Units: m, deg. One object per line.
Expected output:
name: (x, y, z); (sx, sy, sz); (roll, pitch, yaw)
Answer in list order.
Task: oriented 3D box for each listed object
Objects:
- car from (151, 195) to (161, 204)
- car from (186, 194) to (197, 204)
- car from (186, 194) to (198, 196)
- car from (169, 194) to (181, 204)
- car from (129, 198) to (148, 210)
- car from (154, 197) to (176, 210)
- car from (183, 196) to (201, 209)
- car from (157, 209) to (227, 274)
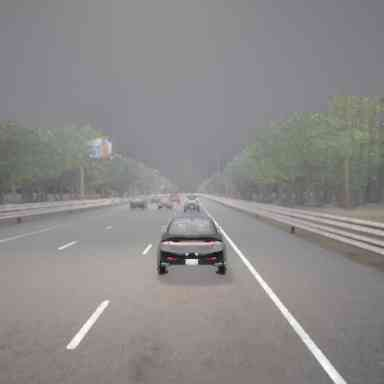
car: (-6.973, 1.479, 67.446); (2.097, 1.767, 4.553); (0, 0, 1)
car: (0.018, 1.350, 67.967); (2.150, 2.045, 5.566); (0, 0, 1)
car: (-0.013, 1.291, 45.585); (2.150, 2.045, 5.566); (0, 0, 0)
car: (-3.482, 1.351, 67.913); (2.150, 2.045, 5.566); (0, 0, 1)
car: (-7.012, 1.558, 44.142); (1.882, 1.535, 5.008); (0, 0, 0)
car: (-3.512, 1.683, 44.558); (1.895, 1.301, 4.718); (0, 0, 0)
car: (-0.017, 1.606, 40.176); (1.812, 1.442, 4.674); (0, 0, 0)
car: (-0.005, 1.496, 10.549); (2.128, 1.511, 4.902); (0, 0, 0)
